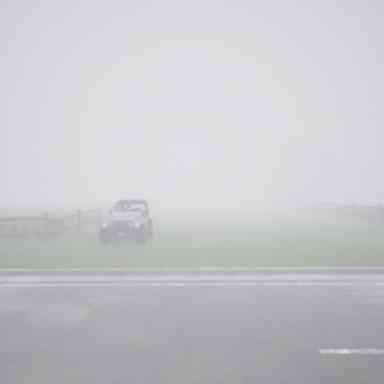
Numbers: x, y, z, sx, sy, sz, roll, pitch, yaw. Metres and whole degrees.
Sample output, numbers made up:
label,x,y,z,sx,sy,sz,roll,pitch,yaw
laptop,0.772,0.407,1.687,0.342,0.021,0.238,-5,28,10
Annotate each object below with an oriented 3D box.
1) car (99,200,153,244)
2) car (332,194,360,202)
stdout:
label,x,y,z,sx,sy,sz,roll,pitch,yaw
car,-2.924,1.309,15.432,1.905,1.878,3.866,0,0,0
car,28.025,1.312,60.367,4.605,1.855,1.932,0,0,0
